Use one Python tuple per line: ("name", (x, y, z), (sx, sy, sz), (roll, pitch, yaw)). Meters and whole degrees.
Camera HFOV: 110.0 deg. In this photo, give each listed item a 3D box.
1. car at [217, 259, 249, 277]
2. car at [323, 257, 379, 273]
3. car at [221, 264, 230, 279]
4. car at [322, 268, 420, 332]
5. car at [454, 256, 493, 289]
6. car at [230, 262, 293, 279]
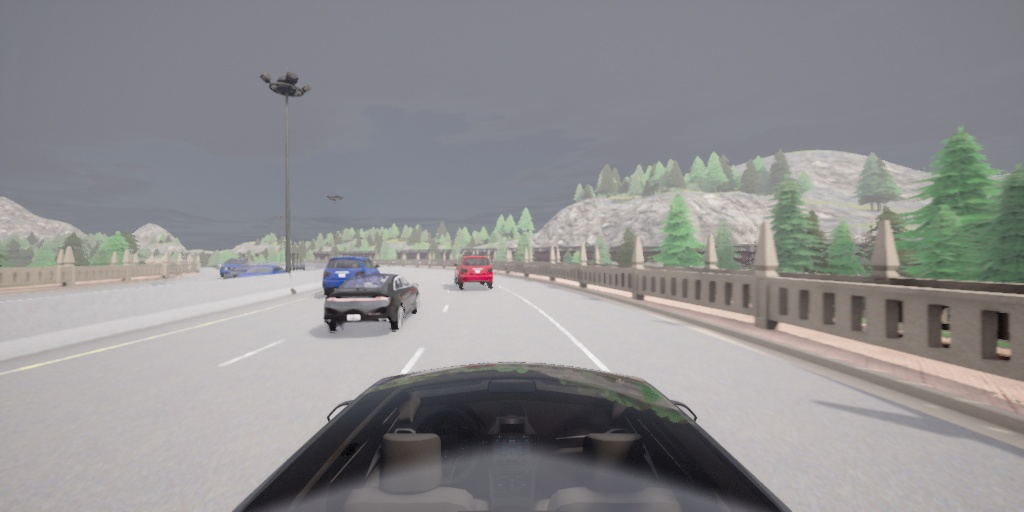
("car", (-31.079, 1.329, 40.493), (2.150, 2.045, 5.566), (0, -1, -28))
("car", (-8.987, 1.076, 20.456), (2.150, 2.045, 5.566), (0, 0, -11))
("car", (-23.223, 1.561, 31.401), (1.994, 1.385, 4.181), (0, 0, -20))
("car", (-4.083, 1.287, 11.114), (2.128, 1.511, 4.902), (0, 0, -6))
("car", (-2.655, 1.050, 24.207), (2.150, 2.045, 5.566), (0, 0, -13))
("car", (-17.646, 1.408, 25.544), (1.882, 1.535, 5.008), (0, 0, -16))
